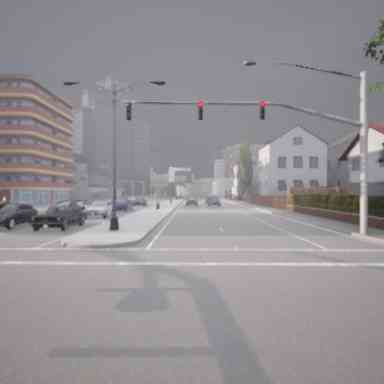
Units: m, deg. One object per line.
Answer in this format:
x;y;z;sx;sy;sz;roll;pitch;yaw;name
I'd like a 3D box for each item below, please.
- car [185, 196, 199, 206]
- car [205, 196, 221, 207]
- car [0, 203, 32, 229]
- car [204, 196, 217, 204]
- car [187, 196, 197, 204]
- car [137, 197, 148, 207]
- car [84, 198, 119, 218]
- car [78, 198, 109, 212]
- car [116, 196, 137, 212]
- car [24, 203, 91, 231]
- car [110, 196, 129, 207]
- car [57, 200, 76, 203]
-0.003;1.485;52.394;1.812;1.442;4.674;0;0;0;car
3.497;1.507;51.977;2.033;1.411;5.357;0;0;0;car
-11.594;1.489;21.298;1.837;1.490;4.892;0;0;0;car
3.496;1.443;62.394;2.128;1.511;4.902;0;0;0;car
-0.004;1.478;62.394;1.812;1.442;4.674;0;0;0;car
-8.031;1.525;51.152;1.994;1.385;4.181;0;0;1;car
-8.093;1.503;29.507;1.812;1.442;4.674;0;0;0;car
-11.582;1.461;39.464;2.128;1.511;4.902;0;0;0;car
-8.088;1.448;38.604;1.882;1.535;5.008;0;0;0;car
-8.091;1.585;20.618;1.895;1.301;4.718;0;0;1;car
-11.529;1.463;53.121;1.837;1.490;4.892;0;0;1;car
-11.590;1.503;30.432;1.812;1.442;4.674;0;0;0;car
